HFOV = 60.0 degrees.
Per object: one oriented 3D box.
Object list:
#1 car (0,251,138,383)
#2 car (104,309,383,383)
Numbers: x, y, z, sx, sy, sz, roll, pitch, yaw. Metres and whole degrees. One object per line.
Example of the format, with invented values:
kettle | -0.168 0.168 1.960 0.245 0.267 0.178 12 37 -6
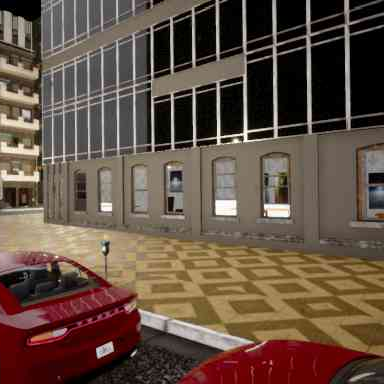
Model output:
car | -2.738 1.546 4.842 4.507 1.381 1.887 0 -1 36
car | 1.833 1.545 1.577 4.507 1.381 1.887 0 -1 36
